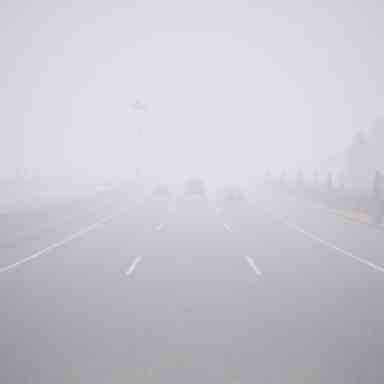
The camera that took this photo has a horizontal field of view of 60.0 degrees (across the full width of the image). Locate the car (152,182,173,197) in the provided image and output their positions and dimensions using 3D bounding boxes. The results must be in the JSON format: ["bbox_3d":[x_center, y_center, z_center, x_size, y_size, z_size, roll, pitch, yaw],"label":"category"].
[{"bbox_3d":[-3.218,-0.299,36.239,1.837,1.490,4.892,0,5,1],"label":"car"}]

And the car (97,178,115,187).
[{"bbox_3d":[-13.756,-1.499,53.468,1.994,1.385,4.181,0,4,1],"label":"car"}]

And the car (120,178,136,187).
[{"bbox_3d":[-10.257,-1.569,53.311,1.882,1.535,5.008,0,5,1],"label":"car"}]

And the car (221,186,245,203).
[{"bbox_3d":[3.715,0.159,30.580,2.033,1.411,5.357,0,4,1],"label":"car"}]

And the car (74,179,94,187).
[{"bbox_3d":[-17.245,-1.448,53.235,1.895,1.301,4.718,0,4,1],"label":"car"}]

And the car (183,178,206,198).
[{"bbox_3d":[0.272,-0.502,35.157,2.150,2.045,5.566,0,4,1],"label":"car"}]
